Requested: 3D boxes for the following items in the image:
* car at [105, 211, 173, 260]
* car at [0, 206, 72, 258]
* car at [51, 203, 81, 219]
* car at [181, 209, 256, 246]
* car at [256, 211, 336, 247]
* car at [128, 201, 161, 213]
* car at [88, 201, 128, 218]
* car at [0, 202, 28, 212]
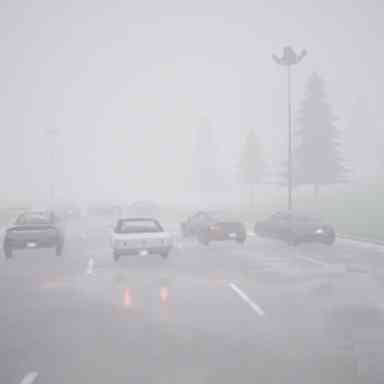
[{"bbox_3d":[-2.123,1.617,12.571,1.895,1.301,4.718,0,0,-16],"label":"car"},{"bbox_3d":[-6.043,1.528,13.206,2.128,1.511,4.902,0,0,-19],"label":"car"},{"bbox_3d":[-11.327,1.635,29.099,1.994,1.385,4.181,0,0,-40],"label":"car"},{"bbox_3d":[0.880,1.527,15.287,1.812,1.442,4.674,0,0,-18],"label":"car"},{"bbox_3d":[4.536,1.545,15.253,1.994,1.385,4.181,0,0,-17],"label":"car"},{"bbox_3d":[-4.836,1.563,32.619,1.812,1.442,4.674,0,0,-38],"label":"car"},{"bbox_3d":[-8.135,1.580,31.150,1.812,1.442,4.674,0,0,-40],"label":"car"},{"bbox_3d":[-15.231,1.569,28.316,1.882,1.535,5.008,0,0,-42],"label":"car"}]
